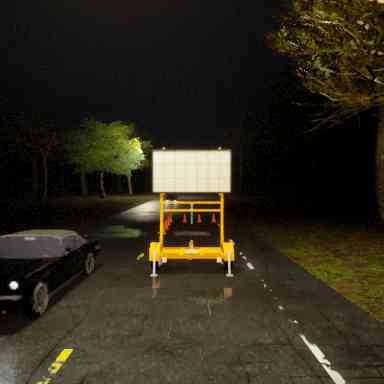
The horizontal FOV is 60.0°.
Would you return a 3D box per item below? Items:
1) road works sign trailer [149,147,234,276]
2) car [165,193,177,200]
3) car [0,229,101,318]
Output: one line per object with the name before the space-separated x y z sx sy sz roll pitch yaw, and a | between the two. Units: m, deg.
road works sign trailer | -0.006 0.433 10.176 2.380 3.560 2.880 0 0 0
car | -3.539 0.641 57.537 1.837 1.490 4.892 0 2 0
car | -3.605 1.584 7.513 1.895 1.301 4.718 0 0 0
